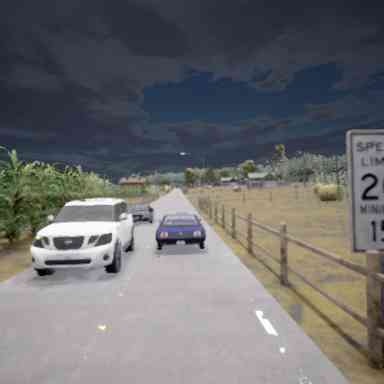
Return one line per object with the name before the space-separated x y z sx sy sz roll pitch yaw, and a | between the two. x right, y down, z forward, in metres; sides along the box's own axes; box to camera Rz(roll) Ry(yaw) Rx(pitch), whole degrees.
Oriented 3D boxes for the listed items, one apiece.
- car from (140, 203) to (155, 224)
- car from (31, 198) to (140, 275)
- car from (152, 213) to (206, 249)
car | -3.754 1.530 24.281 1.994 1.385 4.181 -1 0 -2
car | -3.233 1.255 11.026 2.150 2.045 5.566 -1 0 -3
car | -0.499 1.557 14.338 1.895 1.301 4.718 -1 0 -2
